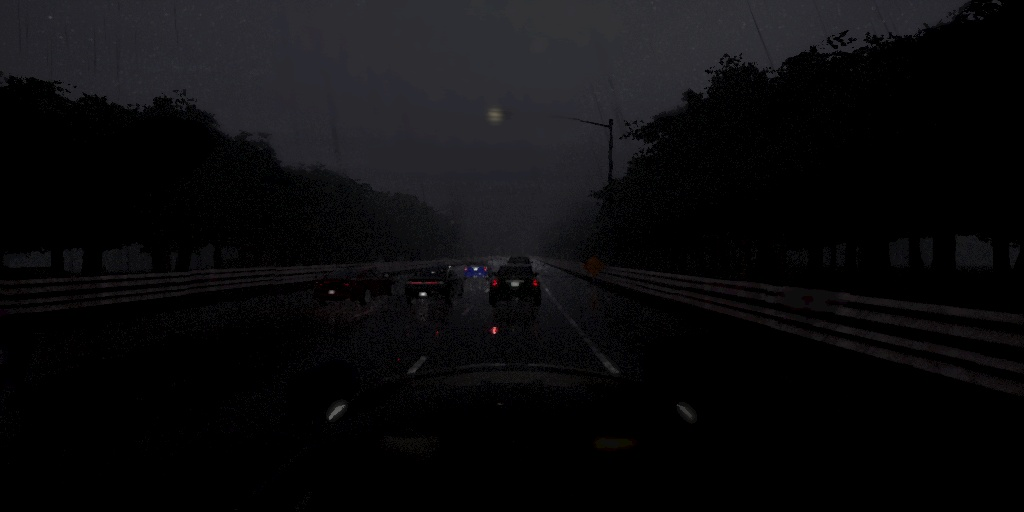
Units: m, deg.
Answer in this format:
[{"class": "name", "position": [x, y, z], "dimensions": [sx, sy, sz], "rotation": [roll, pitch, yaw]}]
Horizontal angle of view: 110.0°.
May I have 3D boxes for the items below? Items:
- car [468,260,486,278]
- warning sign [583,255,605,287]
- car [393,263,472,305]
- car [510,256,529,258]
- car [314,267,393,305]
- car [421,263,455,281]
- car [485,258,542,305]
[{"class": "car", "position": [-2.849, 1.107, 30.984], "dimensions": [2.097, 1.767, 4.553], "rotation": [0, 0, 2]}, {"class": "warning sign", "position": [4.865, 0.863, 21.326], "dimensions": [1.300, 1.860, 1.060], "rotation": [0, 0, 2]}, {"class": "car", "position": [-3.332, 1.243, 16.089], "dimensions": [2.128, 1.511, 4.902], "rotation": [0, 0, 1]}, {"class": "car", "position": [0.651, 0.999, 30.919], "dimensions": [2.150, 2.045, 5.566], "rotation": [0, 0, 2]}, {"class": "car", "position": [-6.831, 1.233, 16.169], "dimensions": [1.882, 1.535, 5.008], "rotation": [0, 0, 1]}, {"class": "car", "position": [-6.346, 1.313, 31.139], "dimensions": [1.994, 1.385, 4.181], "rotation": [0, 0, 2]}, {"class": "car", "position": [0.167, 1.115, 15.978], "dimensions": [2.097, 1.767, 4.553], "rotation": [0, 0, 1]}]
